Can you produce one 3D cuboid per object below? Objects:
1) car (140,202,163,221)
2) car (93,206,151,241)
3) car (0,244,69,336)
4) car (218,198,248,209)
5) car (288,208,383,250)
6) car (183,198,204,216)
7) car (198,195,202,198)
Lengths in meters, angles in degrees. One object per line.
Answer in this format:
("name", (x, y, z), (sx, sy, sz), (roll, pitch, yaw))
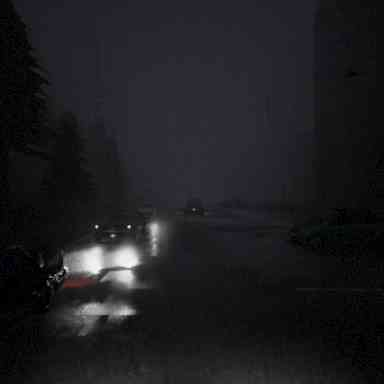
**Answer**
("car", (-3.446, 1.549, 27.283), (1.812, 1.442, 4.674), (0, 0, 1))
("car", (-3.462, 1.614, 16.813), (1.895, 1.301, 4.718), (0, 0, 1))
("car", (-3.588, 1.549, 4.917), (2.033, 1.411, 5.357), (0, 0, 0))
("car", (5.703, 1.598, 46.730), (4.181, 1.381, 1.994), (0, 0, 0))
("car", (6.083, 1.501, 13.720), (3.988, 1.617, 1.851), (0, 0, 0))
("car", (0.184, 1.595, 32.634), (1.994, 1.385, 4.181), (0, 0, 0))
("car", (0.220, 1.548, 45.708), (1.837, 1.490, 4.892), (0, 0, 0))
